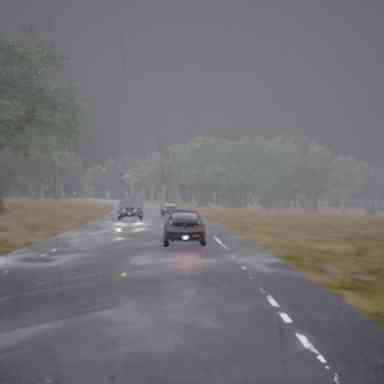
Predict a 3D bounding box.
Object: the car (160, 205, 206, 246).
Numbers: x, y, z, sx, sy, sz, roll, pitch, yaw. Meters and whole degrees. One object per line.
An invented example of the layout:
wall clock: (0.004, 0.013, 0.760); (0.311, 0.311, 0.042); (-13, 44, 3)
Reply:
car: (-0.427, 1.604, 15.997); (1.837, 1.490, 4.892); (0, 0, -4)

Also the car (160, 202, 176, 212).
car: (-2.429, 1.775, 35.532); (1.812, 1.442, 4.674); (0, 0, -8)

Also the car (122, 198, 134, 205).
car: (-13.745, 1.980, 70.770); (2.033, 1.411, 5.357); (0, 0, -16)

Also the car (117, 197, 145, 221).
car: (-5.451, 1.449, 30.085); (2.150, 2.045, 5.566); (0, 0, -7)
